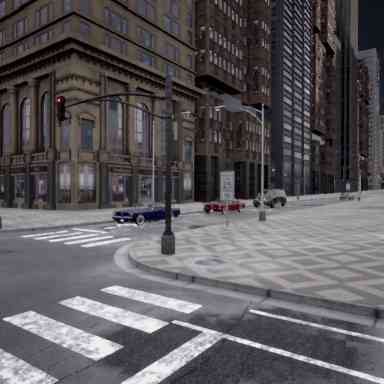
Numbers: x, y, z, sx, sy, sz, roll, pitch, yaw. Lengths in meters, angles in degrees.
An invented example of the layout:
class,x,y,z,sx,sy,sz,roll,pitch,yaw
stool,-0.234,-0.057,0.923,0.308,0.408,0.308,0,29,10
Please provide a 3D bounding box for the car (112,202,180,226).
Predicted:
class,x,y,z,sx,sy,sz,roll,pitch,yaw
car,-2.877,1.350,21.557,1.895,1.301,4.718,0,1,36

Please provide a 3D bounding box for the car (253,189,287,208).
class,x,y,z,sx,sy,sz,roll,pitch,yaw
car,9.063,0.695,38.299,2.150,2.045,5.566,0,1,36

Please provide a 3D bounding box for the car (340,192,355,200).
class,x,y,z,sx,sy,sz,roll,pitch,yaw
car,27.115,0.682,58.122,2.033,1.411,5.357,0,1,33

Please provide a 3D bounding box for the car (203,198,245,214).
class,x,y,z,sx,sy,sz,roll,pitch,yaw
car,2.924,1.216,29.691,1.895,1.301,4.718,0,1,35
